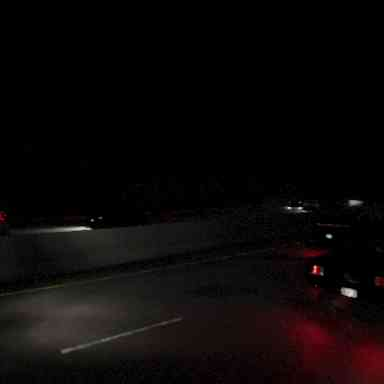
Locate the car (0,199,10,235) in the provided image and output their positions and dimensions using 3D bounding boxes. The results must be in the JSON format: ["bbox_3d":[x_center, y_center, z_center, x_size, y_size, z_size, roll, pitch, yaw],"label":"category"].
[{"bbox_3d":[-10.659,1.271,13.688,5.566,2.045,2.150,0,0,-36],"label":"car"}]

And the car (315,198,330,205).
[{"bbox_3d":[29.187,2.016,74.528,2.128,1.511,4.902,0,-1,7],"label":"car"}]

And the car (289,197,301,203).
[{"bbox_3d":[26.328,2.072,85.011,1.994,1.385,4.181,0,-1,2],"label":"car"}]

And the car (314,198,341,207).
[{"bbox_3d":[14.771,1.656,35.382,1.837,1.490,4.892,0,0,33],"label":"car"}]

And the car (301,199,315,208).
[{"bbox_3d":[16.607,1.753,45.534,1.812,1.442,4.674,0,-1,27],"label":"car"}]

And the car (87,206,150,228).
[{"bbox_3d":[-4.973,1.647,22.851,4.181,1.385,1.994,0,0,-43],"label":"car"}]

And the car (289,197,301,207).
[{"bbox_3d":[17.680,1.684,56.679,2.097,1.767,4.553,0,-1,20],"label":"car"}]

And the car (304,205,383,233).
[{"bbox_3d":[7.164,1.534,14.815,4.902,1.511,2.128,0,0,-44],"label":"car"}]

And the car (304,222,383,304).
[{"bbox_3d":[4.671,1.620,7.742,4.718,1.301,1.895,0,0,-41],"label":"car"}]
